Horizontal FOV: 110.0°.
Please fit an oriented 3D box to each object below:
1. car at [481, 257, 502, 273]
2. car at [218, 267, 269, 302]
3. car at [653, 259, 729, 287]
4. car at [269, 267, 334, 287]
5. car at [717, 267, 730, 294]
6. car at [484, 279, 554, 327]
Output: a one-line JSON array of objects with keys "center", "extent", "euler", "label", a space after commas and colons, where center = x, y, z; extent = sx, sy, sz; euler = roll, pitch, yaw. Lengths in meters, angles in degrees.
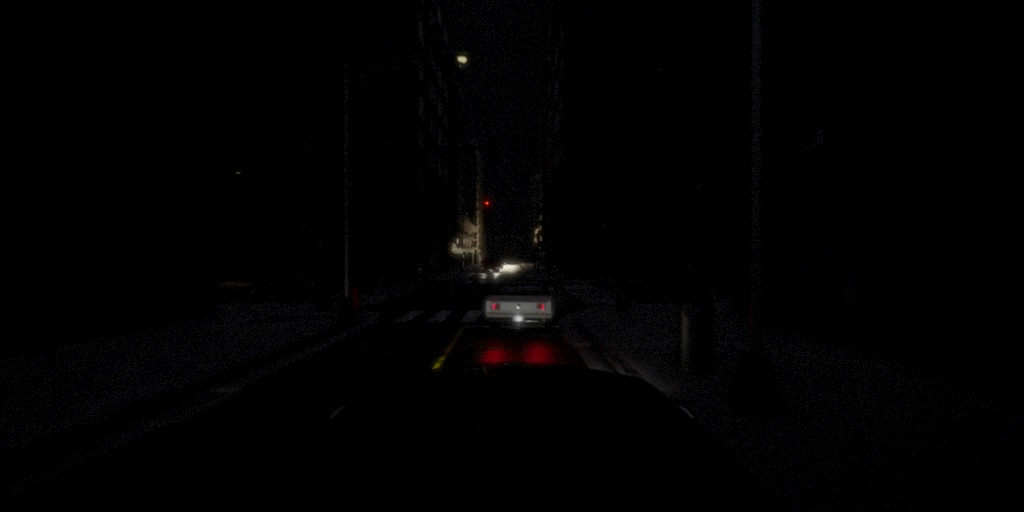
[{"center": [-2.811, 1.146, 47.892], "extent": [2.150, 2.045, 5.566], "euler": [0, 0, 0], "label": "car"}, {"center": [-14.376, 1.365, 16.576], "extent": [4.829, 1.417, 1.751], "euler": [0, 0, 0], "label": "car"}, {"center": [12.362, 1.127, 24.548], "extent": [5.009, 1.841, 2.192], "euler": [0, 0, 0], "label": "car"}, {"center": [-14.521, 1.401, 24.601], "extent": [4.313, 1.339, 1.948], "euler": [0, 0, 0], "label": "car"}, {"center": [12.507, 1.342, 16.522], "extent": [4.829, 1.417, 1.751], "euler": [0, 0, 0], "label": "car"}, {"center": [0.432, 1.392, 11.768], "extent": [1.895, 1.301, 4.718], "euler": [0, 0, 7], "label": "car"}]
